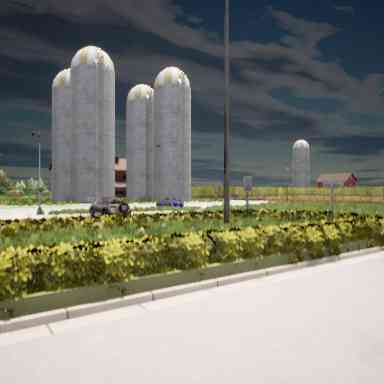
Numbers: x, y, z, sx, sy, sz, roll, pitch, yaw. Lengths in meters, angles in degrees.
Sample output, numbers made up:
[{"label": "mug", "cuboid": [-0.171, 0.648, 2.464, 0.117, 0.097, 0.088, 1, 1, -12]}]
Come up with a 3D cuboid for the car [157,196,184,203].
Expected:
[{"label": "car", "cuboid": [-3.055, 1.423, 45.682, 2.242, 1.667, 4.611, 0, 0, -36]}]

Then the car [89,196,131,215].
[{"label": "car", "cuboid": [-6.643, 1.252, 26.728, 1.932, 1.855, 4.605, 0, 0, -36]}]
